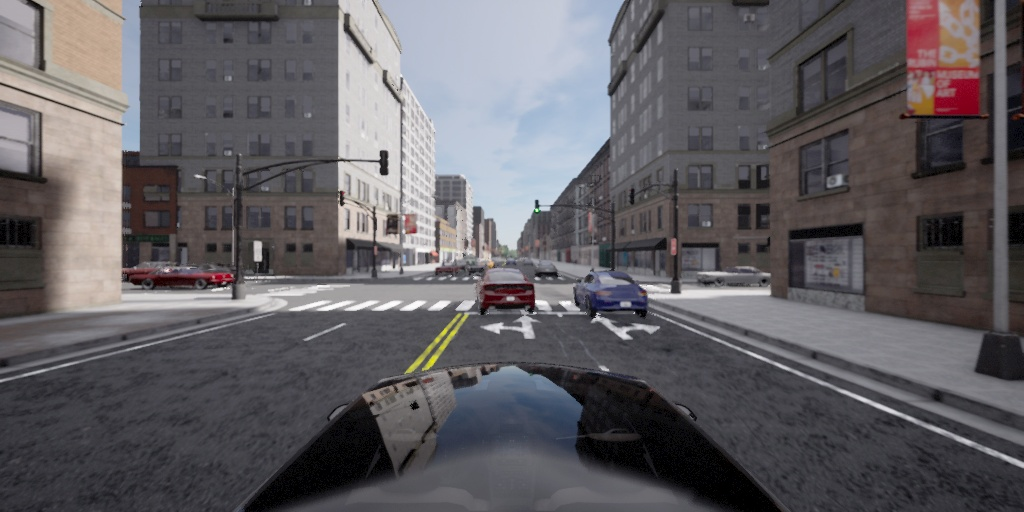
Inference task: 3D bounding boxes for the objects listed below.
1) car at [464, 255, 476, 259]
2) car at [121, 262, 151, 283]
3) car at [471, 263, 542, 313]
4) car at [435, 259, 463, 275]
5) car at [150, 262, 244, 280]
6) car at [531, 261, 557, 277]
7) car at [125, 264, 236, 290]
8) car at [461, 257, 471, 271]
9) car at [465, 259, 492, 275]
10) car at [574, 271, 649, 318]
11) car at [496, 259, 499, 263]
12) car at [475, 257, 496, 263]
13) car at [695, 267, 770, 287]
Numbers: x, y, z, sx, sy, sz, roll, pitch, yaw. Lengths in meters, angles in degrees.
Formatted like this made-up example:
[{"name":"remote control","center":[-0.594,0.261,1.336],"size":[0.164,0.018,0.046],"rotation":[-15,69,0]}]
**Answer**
[{"name":"car","center":[-6.639,0.897,56.213],"size":[2.150,2.045,5.566],"rotation":[0,0,0]},{"name":"car","center":[-26.872,1.141,26.735],"size":[4.097,1.591,1.967],"rotation":[0,0,0]},{"name":"car","center":[-0.424,1.211,13.959],"size":[1.882,1.535,5.008],"rotation":[0,0,-9]},{"name":"car","center":[-6.680,1.305,37.290],"size":[1.895,1.301,4.718],"rotation":[0,0,0]},{"name":"car","center":[-20.904,1.207,24.217],"size":[4.892,1.490,1.837],"rotation":[0,-1,0]},{"name":"car","center":[3.276,1.272,35.127],"size":[1.994,1.385,4.181],"rotation":[0,0,0]},{"name":"car","center":[-19.313,1.298,21.232],"size":[4.718,1.301,1.895],"rotation":[0,0,-3]},{"name":"car","center":[-6.682,1.196,46.392],"size":[1.837,1.490,4.892],"rotation":[0,0,0]},{"name":"car","center":[-3.419,1.305,37.346],"size":[1.895,1.301,4.718],"rotation":[0,0,0]},{"name":"car","center":[3.395,1.261,12.883],"size":[1.812,1.442,4.674],"rotation":[0,0,1]},{"name":"car","center":[-3.390,1.181,56.328],"size":[1.837,1.490,4.892],"rotation":[0,0,0]},{"name":"car","center":[-3.429,1.168,46.738],"size":[1.882,1.535,5.008],"rotation":[0,0,0]},{"name":"car","center":[15.004,1.372,24.125],"size":[4.718,1.301,1.895],"rotation":[0,0,1]}]
